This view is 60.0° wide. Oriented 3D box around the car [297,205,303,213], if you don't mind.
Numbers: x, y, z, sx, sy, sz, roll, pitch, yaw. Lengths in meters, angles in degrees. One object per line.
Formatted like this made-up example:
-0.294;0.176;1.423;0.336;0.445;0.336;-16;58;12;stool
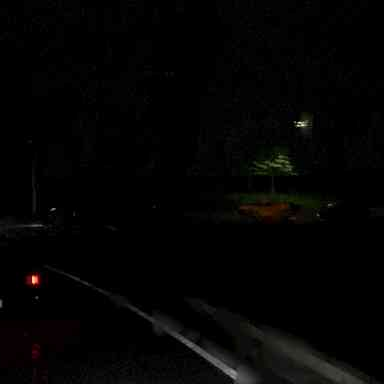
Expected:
9.090;1.611;34.560;4.718;1.301;1.895;0;0;-23;car

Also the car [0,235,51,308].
-4.793;1.605;7.219;1.895;1.301;4.718;0;0;-42;car

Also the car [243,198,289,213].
8.456;1.489;38.091;5.008;1.535;1.882;0;0;-23;car

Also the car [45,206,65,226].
-8.114;1.574;23.481;4.181;1.385;1.994;0;0;-23;car

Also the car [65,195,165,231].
-4.851;1.231;21.060;5.566;2.045;2.150;0;0;-23;car

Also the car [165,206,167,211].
-4.978;1.613;32.410;4.718;1.301;1.895;0;0;-23;car

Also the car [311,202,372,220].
12.912;1.554;28.576;5.357;1.411;2.033;0;0;-23;car

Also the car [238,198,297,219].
6.486;1.486;29.658;5.008;1.535;1.882;0;0;-23;car

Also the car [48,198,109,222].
-9.166;1.364;26.837;4.553;1.767;2.097;0;0;-23;car
